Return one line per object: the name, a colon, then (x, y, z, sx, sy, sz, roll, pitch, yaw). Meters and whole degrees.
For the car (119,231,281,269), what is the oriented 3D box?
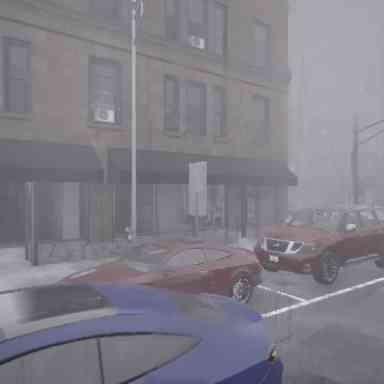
car: (-0.441, 1.582, 6.447, 4.206, 1.307, 1.802, 0, 0, -35)

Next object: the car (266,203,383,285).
car: (4.061, 1.314, 9.648, 5.009, 1.841, 2.192, 0, 0, -35)

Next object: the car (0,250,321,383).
car: (-1.309, 1.525, 2.387, 4.674, 1.442, 1.812, 0, 0, -35)

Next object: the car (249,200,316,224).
car: (6.877, 1.486, 25.911, 1.882, 1.535, 5.008, 0, 0, -35)
